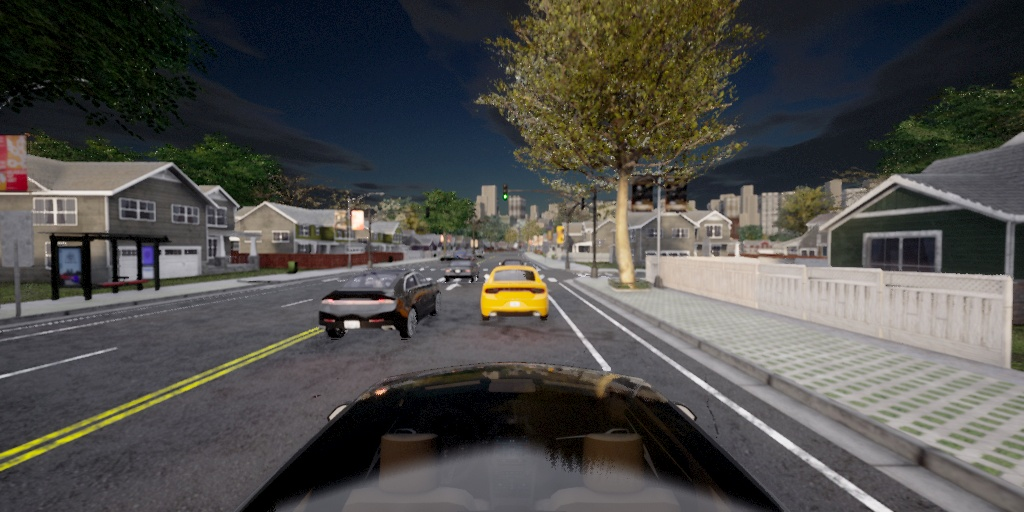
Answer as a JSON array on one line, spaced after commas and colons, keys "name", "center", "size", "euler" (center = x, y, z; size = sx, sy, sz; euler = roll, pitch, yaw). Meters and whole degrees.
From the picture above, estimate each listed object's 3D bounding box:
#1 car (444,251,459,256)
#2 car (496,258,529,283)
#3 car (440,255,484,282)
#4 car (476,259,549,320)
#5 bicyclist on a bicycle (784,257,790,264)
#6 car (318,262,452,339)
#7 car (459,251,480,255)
[{"name": "car", "center": [-9.891, 0.329, 55.572], "size": [1.895, 1.301, 4.718], "euler": [0, 1, 0]}, {"name": "car", "center": [0.057, 0.900, 24.148], "size": [1.994, 1.385, 4.181], "euler": [0, 1, 0]}, {"name": "car", "center": [-3.191, 0.893, 23.644], "size": [2.033, 1.411, 5.357], "euler": [0, 1, 0]}, {"name": "car", "center": [0.082, 1.043, 11.782], "size": [1.882, 1.535, 5.008], "euler": [0, 1, 0]}, {"name": "bicyclist on a bicycle", "center": [19.611, 0.935, 25.696], "size": [0.582, 1.620, 1.656], "euler": [1, 1, -1]}, {"name": "car", "center": [-3.169, 1.098, 9.532], "size": [2.128, 1.511, 4.902], "euler": [0, 1, 0]}, {"name": "car", "center": [-6.641, 0.279, 56.254], "size": [1.994, 1.385, 4.181], "euler": [0, 1, 0]}]
